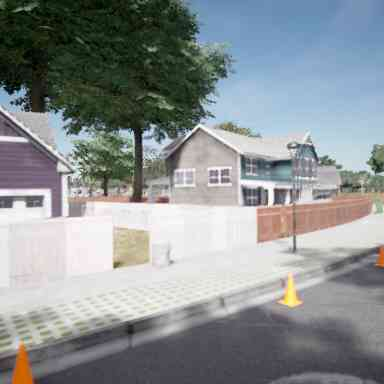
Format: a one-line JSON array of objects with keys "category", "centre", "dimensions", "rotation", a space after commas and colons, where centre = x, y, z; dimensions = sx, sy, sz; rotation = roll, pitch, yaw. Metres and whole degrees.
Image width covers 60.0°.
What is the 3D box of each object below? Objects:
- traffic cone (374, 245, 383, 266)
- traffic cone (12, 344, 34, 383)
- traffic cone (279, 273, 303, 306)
[{"category": "traffic cone", "centre": [5.633, 1.872, 9.848], "dimensions": [0.340, 0.580, 0.340], "rotation": [-1, 0, -43]}, {"category": "traffic cone", "centre": [-1.858, 1.966, 3.648], "dimensions": [0.340, 0.580, 0.340], "rotation": [-1, 0, -36]}, {"category": "traffic cone", "centre": [1.973, 1.918, 6.646], "dimensions": [0.340, 0.580, 0.340], "rotation": [-1, 0, -40]}]
